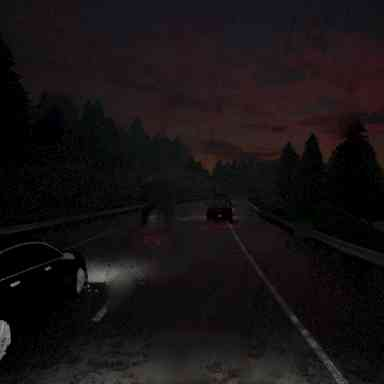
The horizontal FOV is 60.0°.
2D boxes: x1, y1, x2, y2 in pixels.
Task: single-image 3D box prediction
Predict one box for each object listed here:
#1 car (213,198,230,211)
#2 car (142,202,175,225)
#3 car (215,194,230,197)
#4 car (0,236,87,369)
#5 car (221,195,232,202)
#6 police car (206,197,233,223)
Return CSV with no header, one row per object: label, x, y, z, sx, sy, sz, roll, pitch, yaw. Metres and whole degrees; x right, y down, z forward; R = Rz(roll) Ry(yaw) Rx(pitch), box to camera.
car,3.692,1.531,40.969,1.812,1.442,4.674,0,0,7
car,-2.396,1.503,24.410,1.837,1.490,4.892,0,0,4
car,3.001,1.355,35.090,2.097,1.767,4.553,0,0,6
car,-3.295,1.502,5.570,1.837,1.490,4.892,0,0,1
car,7.605,1.408,73.136,2.033,1.411,5.357,0,0,11
police car,2.096,1.428,25.456,1.930,1.638,5.238,0,0,5
